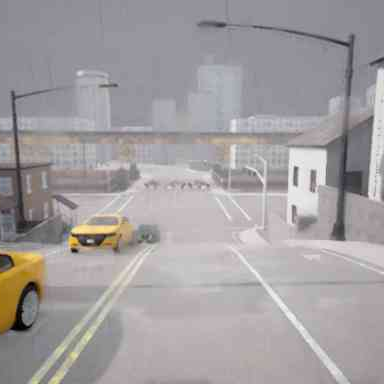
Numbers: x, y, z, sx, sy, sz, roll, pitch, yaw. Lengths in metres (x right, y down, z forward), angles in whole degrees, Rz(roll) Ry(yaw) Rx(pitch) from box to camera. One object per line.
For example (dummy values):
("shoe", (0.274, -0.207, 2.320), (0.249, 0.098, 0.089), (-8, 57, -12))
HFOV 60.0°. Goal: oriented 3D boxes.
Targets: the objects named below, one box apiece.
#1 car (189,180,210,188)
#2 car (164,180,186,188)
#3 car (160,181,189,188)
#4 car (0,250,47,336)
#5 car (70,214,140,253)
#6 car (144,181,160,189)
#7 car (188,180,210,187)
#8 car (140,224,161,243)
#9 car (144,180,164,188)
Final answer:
("car", (1.576, -1.786, 74.710), (4.974, 1.542, 2.038), (4, 9, 28))
("car", (-3.741, -1.825, 73.887), (4.536, 1.218, 1.853), (-6, 10, -37))
("car", (-3.783, -1.665, 73.879), (4.974, 1.542, 2.038), (-6, 10, -37))
("car", (-3.630, 1.501, 4.105), (1.882, 1.535, 5.008), (0, 0, 1))
("car", (-3.723, 1.706, 14.585), (1.882, 1.535, 5.008), (0, -4, -1))
("car", (-8.390, -1.657, 73.825), (4.974, 1.542, 2.038), (8, 11, 42))
("car", (1.530, -1.946, 74.712), (4.536, 1.218, 1.853), (4, 9, 28))
("car", (-4.060, 4.001, 30.787), (2.150, 2.045, 5.566), (0, -5, -2))
("car", (-8.429, -1.817, 73.837), (4.536, 1.218, 1.853), (8, 11, 42))
